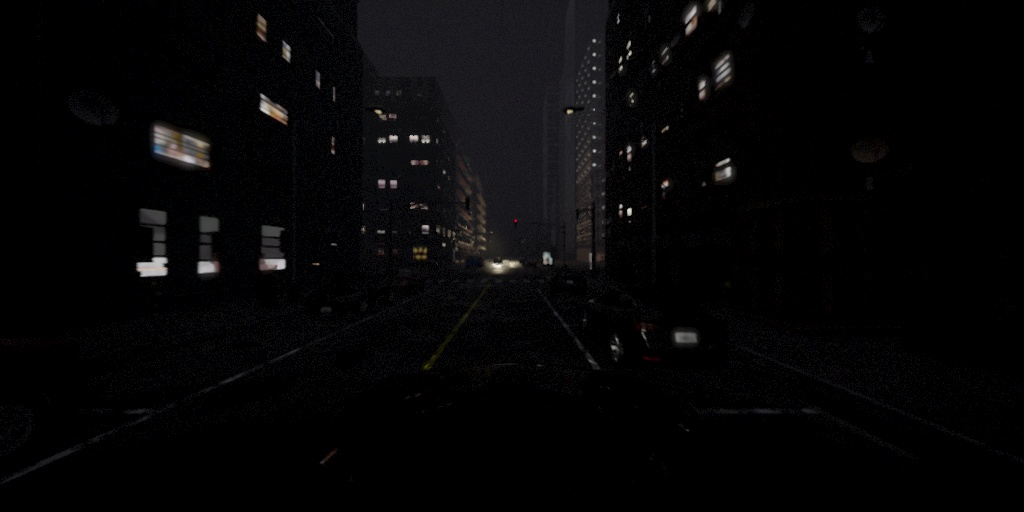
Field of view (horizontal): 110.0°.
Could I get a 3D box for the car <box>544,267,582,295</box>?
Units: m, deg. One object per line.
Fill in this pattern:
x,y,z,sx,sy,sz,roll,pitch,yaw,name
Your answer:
2.686,1.237,18.683,1.948,1.339,4.313,0,0,0,car

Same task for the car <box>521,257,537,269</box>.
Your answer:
2.673,1.113,51.087,1.802,1.307,4.207,0,0,0,car

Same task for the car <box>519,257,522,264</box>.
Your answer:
2.669,0.926,62.143,1.967,1.591,4.097,0,0,0,car

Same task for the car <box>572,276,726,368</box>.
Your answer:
2.690,1.288,7.636,1.948,1.339,4.313,0,0,0,car

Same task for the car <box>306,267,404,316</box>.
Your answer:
-5.693,1.261,13.168,1.948,1.339,4.313,0,0,0,car

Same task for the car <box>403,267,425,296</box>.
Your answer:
-5.695,1.252,18.691,1.802,1.307,4.207,0,0,0,car

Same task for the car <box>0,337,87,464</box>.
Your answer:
-5.689,1.292,2.121,1.888,1.381,4.507,0,0,0,car

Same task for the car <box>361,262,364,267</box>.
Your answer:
-18.808,0.923,39.906,4.313,1.339,1.948,0,0,0,car

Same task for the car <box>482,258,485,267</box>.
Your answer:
-5.710,0.822,56.613,2.192,1.841,5.009,0,0,0,car

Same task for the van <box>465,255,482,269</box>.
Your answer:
-5.708,0.871,51.085,1.690,1.789,3.998,0,0,0,van
